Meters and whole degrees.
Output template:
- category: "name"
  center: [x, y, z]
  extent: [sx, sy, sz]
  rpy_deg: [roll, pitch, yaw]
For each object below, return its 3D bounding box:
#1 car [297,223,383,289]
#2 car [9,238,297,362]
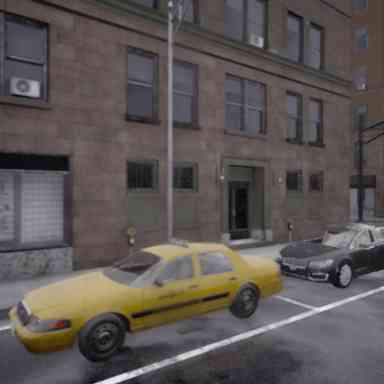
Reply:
- category: "car"
  center: [4.187, 1.580, 9.175]
  extent: [4.403, 1.369, 2.008]
  rpy_deg: [0, 0, -35]
- category: "car"
  center: [-0.444, 1.536, 5.872]
  extent: [4.829, 1.417, 1.752]
  rpy_deg: [0, 0, -35]
